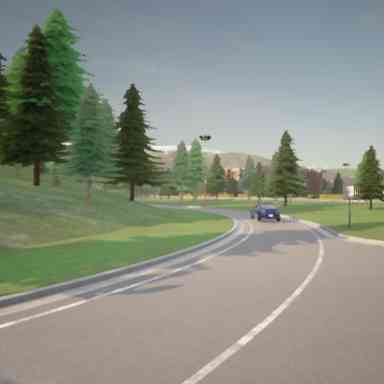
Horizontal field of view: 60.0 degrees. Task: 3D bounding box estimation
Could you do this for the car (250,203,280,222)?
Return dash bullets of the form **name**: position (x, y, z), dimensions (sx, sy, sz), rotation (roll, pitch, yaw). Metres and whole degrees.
- **car**: position (6.100, 1.658, 27.943), dimensions (1.812, 1.442, 4.674), rotation (1, 0, 0)
